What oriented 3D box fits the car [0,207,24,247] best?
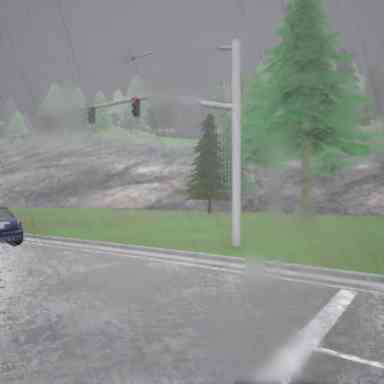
[{"bbox_3d":[-9.011,1.326,13.528,4.553,1.767,2.097,0,0,30],"label":"car"}]
